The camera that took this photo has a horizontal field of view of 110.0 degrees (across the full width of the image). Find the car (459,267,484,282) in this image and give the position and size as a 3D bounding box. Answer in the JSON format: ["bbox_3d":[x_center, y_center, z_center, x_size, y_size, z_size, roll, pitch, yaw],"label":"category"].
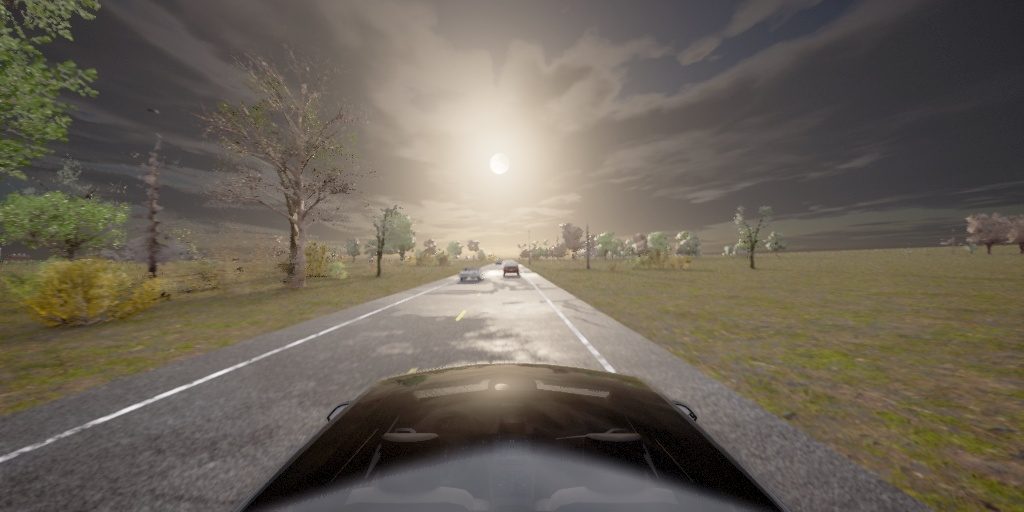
[{"bbox_3d":[-3.735,1.632,33.280,1.895,1.301,4.718,-1,0,0],"label":"car"}]

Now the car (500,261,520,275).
[{"bbox_3d":[-0.095,1.522,43.704,1.882,1.535,5.008,-1,0,0],"label":"car"}]
